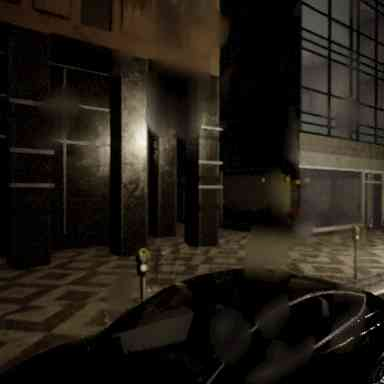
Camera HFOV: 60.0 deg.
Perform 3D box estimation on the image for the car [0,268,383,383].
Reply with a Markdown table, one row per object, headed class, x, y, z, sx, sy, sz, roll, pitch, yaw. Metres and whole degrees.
| class | x | y | z | sx | sy | sz | roll | pitch | yaw |
| --- | --- | --- | --- | --- | --- | --- | --- | --- | --- |
| car | 0.350 | 1.554 | 3.216 | 4.313 | 1.339 | 1.947 | 0 | 0 | -35 |
